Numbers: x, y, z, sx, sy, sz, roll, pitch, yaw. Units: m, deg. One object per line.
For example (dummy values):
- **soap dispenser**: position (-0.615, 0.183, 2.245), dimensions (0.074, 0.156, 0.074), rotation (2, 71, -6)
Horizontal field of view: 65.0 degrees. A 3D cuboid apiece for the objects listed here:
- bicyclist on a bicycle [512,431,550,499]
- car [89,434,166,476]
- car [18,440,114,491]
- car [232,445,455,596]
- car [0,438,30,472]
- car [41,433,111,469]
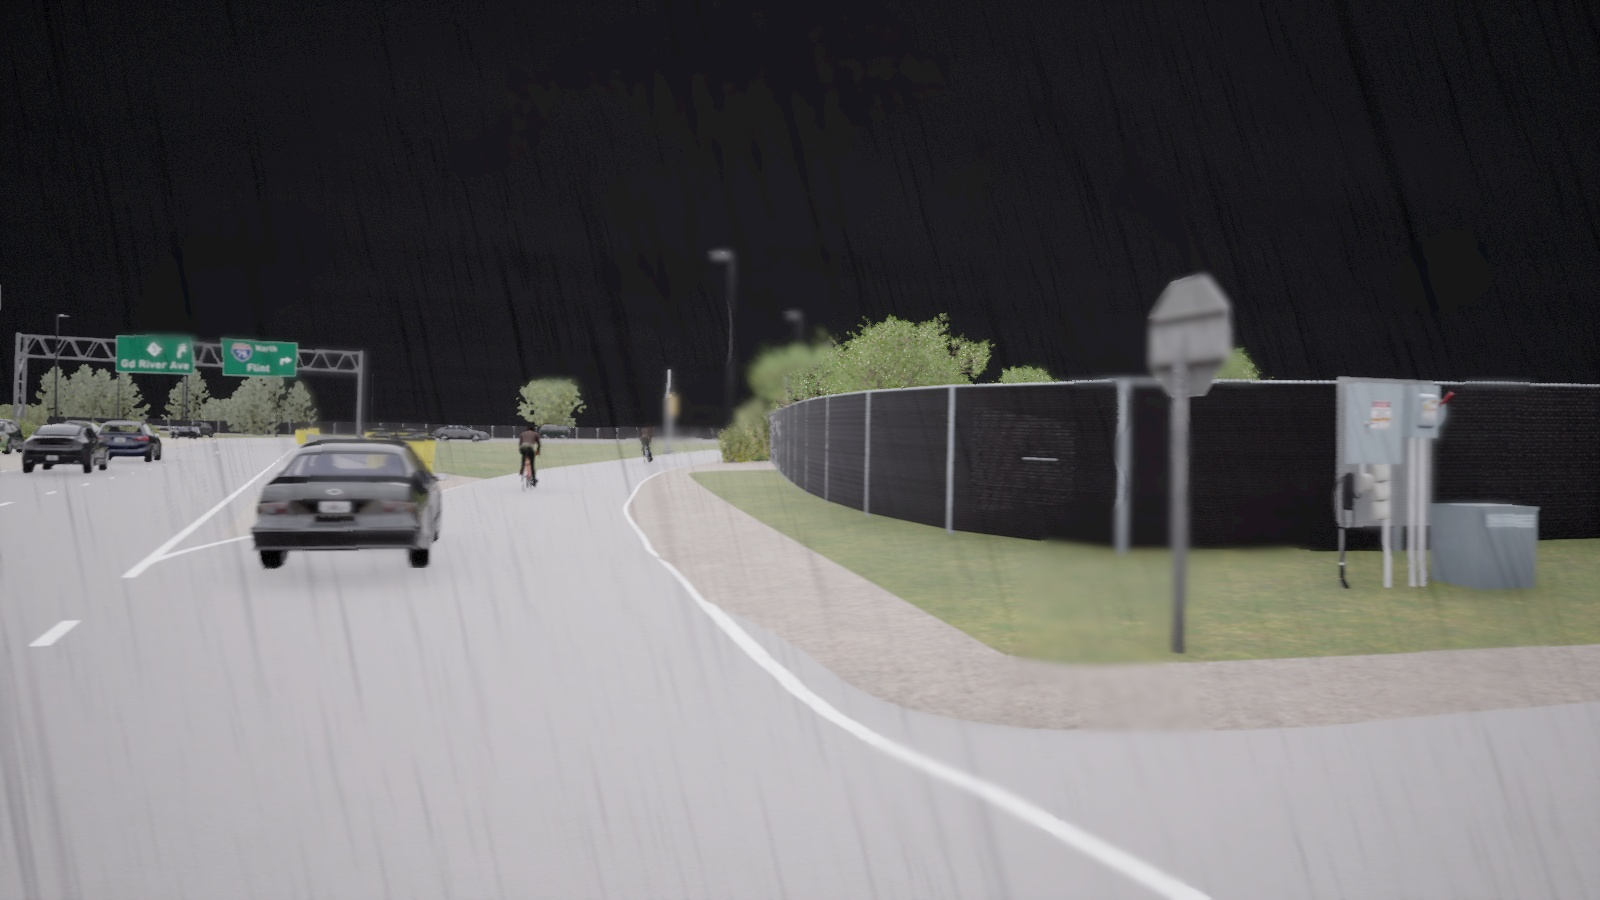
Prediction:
- **bicyclist on a bicycle**: position (-6.574, 0.352, 30.742), dimensions (0.582, 1.620, 1.656), rotation (0, 1, -2)
- **car**: position (-27.991, 0.168, 52.421), dimensions (2.242, 1.667, 4.611), rotation (0, 1, -21)
- **car**: position (-23.214, 0.452, 39.894), dimensions (1.837, 1.490, 4.892), rotation (0, 1, -21)
- **car**: position (-5.348, 0.697, 15.417), dimensions (2.033, 1.411, 5.357), rotation (-1, 1, -14)
- **car**: position (-38.234, 0.210, 59.640), dimensions (2.007, 1.525, 4.514), rotation (0, 1, -21)
- **car**: position (-34.816, 0.027, 60.499), dimensions (2.152, 1.651, 5.027), rotation (0, 1, -21)
